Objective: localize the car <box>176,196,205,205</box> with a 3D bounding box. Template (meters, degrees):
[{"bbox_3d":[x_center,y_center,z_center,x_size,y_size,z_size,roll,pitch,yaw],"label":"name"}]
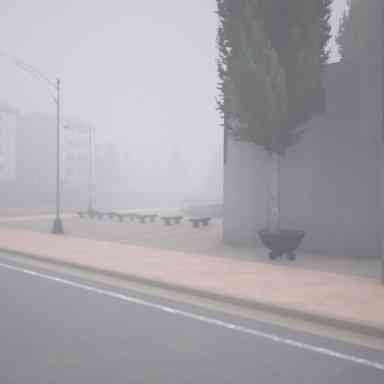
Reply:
[{"bbox_3d":[-0.298,1.375,54.724,4.718,1.301,1.895,0,0,-29],"label":"car"}]
